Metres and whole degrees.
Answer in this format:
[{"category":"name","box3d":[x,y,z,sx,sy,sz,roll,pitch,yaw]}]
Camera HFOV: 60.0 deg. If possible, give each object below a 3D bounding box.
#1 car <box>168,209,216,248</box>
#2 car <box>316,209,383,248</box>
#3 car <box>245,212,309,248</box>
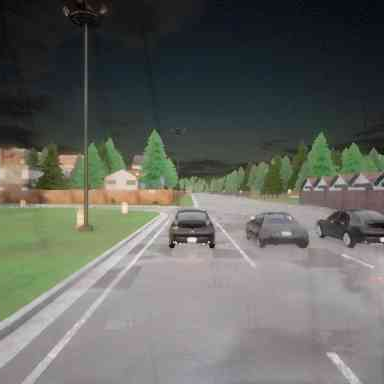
[{"category":"car","box3d":[0.001,1.513,14.675,1.837,1.490,4.892,0,0,0]},{"category":"car","box3d":[7.105,1.514,14.724,1.837,1.490,4.892,0,0,0]},{"category":"car","box3d":[3.605,1.570,14.700,1.994,1.385,4.181,0,0,0]}]
